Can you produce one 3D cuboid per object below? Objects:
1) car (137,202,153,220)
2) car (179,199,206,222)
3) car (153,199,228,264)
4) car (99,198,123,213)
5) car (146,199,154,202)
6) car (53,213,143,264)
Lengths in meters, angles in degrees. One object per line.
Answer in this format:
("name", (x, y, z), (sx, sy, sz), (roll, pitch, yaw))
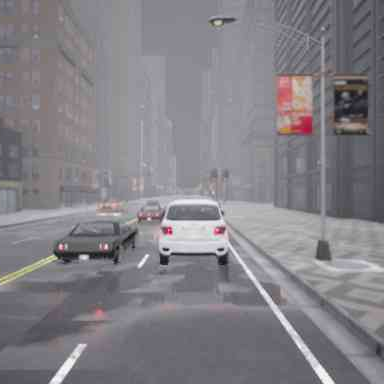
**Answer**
("car", (-3.186, 1.740, 27.104), (1.895, 1.301, 4.718), (0, 0, 0))
("car", (0.069, 1.496, 28.257), (2.097, 1.767, 4.553), (0, 0, 0))
("car", (0.063, 1.286, 12.253), (2.150, 2.045, 5.566), (0, 0, 0))
("car", (-9.843, 1.558, 40.640), (2.097, 1.767, 4.553), (0, 0, 0))
("car", (-6.536, 1.828, 55.456), (2.033, 1.411, 5.357), (0, 0, 1))
("car", (-3.187, 1.665, 12.102), (1.895, 1.301, 4.718), (0, 0, 0))
